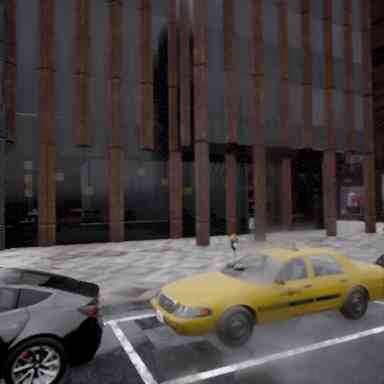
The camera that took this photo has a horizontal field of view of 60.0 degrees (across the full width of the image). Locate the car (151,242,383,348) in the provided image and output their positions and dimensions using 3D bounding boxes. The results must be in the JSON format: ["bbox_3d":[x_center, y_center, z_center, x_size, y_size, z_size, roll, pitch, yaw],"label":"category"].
[{"bbox_3d":[1.661,1.688,6.418,4.829,1.417,1.752,0,-2,-25],"label":"car"}]

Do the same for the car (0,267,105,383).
[{"bbox_3d":[-3.288,1.722,4.096,4.313,1.339,1.947,0,-2,-25],"label":"car"}]
